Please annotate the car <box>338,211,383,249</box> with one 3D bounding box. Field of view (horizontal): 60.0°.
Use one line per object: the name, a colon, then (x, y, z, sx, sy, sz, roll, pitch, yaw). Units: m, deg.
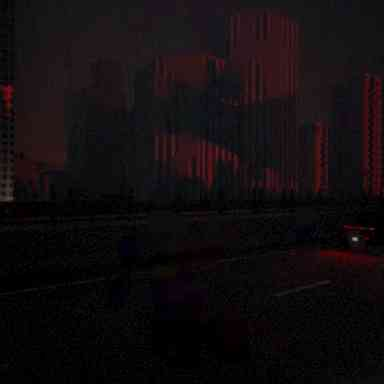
car: (8.088, 1.570, 13.850, 4.902, 1.511, 2.128, 1, 0, -35)
